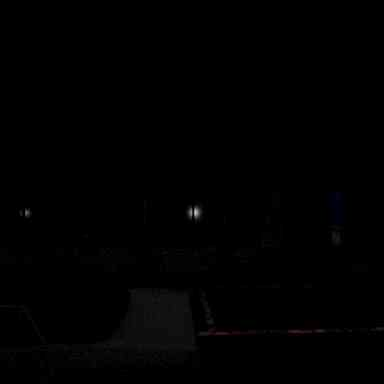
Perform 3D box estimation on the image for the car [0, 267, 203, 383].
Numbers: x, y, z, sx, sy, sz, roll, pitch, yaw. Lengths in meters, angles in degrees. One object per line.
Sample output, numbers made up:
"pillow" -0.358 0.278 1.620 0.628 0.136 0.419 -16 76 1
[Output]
"car" -2.296 1.601 3.732 4.718 1.301 1.895 0 0 -3
